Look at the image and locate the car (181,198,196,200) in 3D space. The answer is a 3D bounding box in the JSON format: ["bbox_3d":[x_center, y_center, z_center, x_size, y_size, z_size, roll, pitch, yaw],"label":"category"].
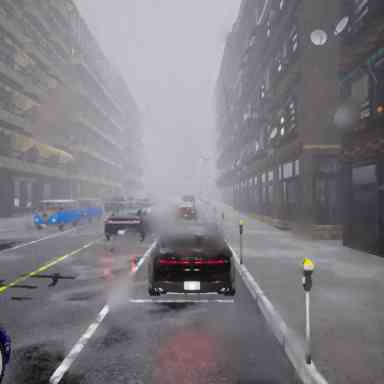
[{"bbox_3d":[-0.437,1.582,31.754,1.887,1.381,4.507,1,0,0],"label":"car"}]

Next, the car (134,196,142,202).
[{"bbox_3d":[-8.312,1.379,42.876,2.192,1.841,5.009,1,0,0],"label":"car"}]

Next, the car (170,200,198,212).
[{"bbox_3d":[-0.436,1.572,26.224,1.887,1.381,4.507,1,0,0],"label":"car"}]

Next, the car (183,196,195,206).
[{"bbox_3d":[-0.470,1.553,59.411,1.967,1.590,4.097,1,0,0],"label":"car"}]

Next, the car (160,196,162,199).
[{"bbox_3d":[-8.314,1.471,70.528,2.192,1.841,5.009,1,0,0],"label":"car"}]

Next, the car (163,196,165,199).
[{"bbox_3d":[-8.322,1.847,92.652,1.802,1.307,4.206,1,0,0],"label":"car"}]

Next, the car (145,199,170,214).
[{"bbox_3d":[-3.004,1.638,31.463,1.895,1.301,4.718,0,0,0],"label":"car"}]

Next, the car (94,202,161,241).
[{"bbox_3d":[-3.000,1.505,16.697,2.128,1.511,4.902,0,0,0],"label":"car"}]

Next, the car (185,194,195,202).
[{"bbox_3d":[-0.469,1.521,81.536,2.192,1.841,5.009,1,0,0],"label":"car"}]

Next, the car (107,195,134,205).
[{"bbox_3d":[-8.312,1.365,37.346,2.192,1.841,5.009,1,0,0],"label":"car"}]

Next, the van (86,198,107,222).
[{"bbox_3d":[-8.312,1.368,26.285,1.690,1.788,3.998,1,0,0],"label":"van"}]

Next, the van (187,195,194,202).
[{"bbox_3d":[-0.470,1.575,87.068,1.690,1.788,3.998,1,0,0],"label":"van"}]

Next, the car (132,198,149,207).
[{"bbox_3d":[-8.319,1.660,53.938,1.947,1.339,4.313,1,0,0],"label":"car"}]

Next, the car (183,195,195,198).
[{"bbox_3d":[-0.427,1.490,37.286,1.967,1.590,4.097,1,0,0],"label":"car"}]

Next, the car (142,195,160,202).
[{"bbox_3d":[-5.798,1.544,44.019,1.882,1.535,5.008,0,0,0],"label":"car"}]

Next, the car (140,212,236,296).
[{"bbox_3d":[0.000,1.509,8.653,1.837,1.490,4.892,0,0,0],"label":"car"}]

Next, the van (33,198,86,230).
[{"bbox_3d":[-8.311,1.359,20.753,1.690,1.788,3.998,2,0,0],"label":"van"}]

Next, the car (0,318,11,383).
[{"bbox_3d":[-3.020,1.526,1.935,1.812,1.442,4.674,0,0,0],"label":"car"}]
